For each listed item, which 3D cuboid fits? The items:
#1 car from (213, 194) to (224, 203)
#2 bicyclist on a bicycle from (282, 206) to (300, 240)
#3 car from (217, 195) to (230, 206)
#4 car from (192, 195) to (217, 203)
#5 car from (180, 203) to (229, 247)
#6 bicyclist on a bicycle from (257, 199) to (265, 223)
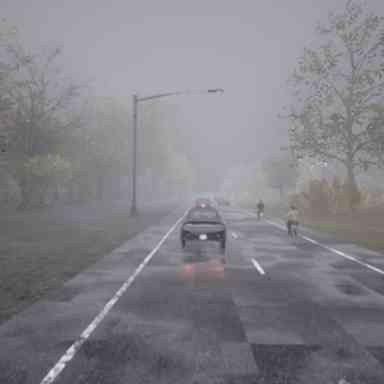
[{"bbox_3d":[5.761,1.379,73.517,2.097,1.767,4.553,1,0,2],"label":"car"},{"bbox_3d":[4.892,1.486,16.215,0.866,1.612,1.509,1,0,2],"label":"bicyclist on a bicycle"},{"bbox_3d":[5.335,1.592,56.860,1.994,1.385,4.181,1,0,1],"label":"car"},{"bbox_3d":[1.096,1.342,33.508,2.097,1.767,4.553,1,0,2],"label":"car"},{"bbox_3d":[0.507,1.487,14.913,2.128,1.511,4.902,1,0,2],"label":"car"},{"bbox_3d":[5.210,1.418,25.408,0.659,1.776,1.843,1,0,2],"label":"bicyclist on a bicycle"}]
